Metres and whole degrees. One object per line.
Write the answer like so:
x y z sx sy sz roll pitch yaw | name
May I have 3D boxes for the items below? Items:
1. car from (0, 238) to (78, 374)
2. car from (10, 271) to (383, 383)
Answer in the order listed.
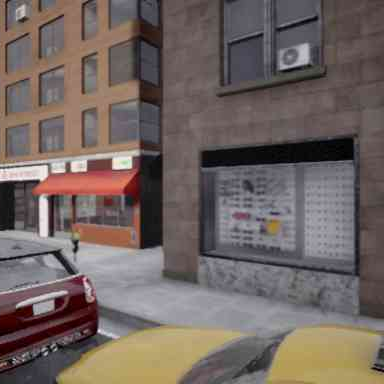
-3.404 1.452 5.239 4.097 1.590 1.967 0 0 36 | car
0.950 1.526 2.133 4.829 1.417 1.752 0 0 36 | car
